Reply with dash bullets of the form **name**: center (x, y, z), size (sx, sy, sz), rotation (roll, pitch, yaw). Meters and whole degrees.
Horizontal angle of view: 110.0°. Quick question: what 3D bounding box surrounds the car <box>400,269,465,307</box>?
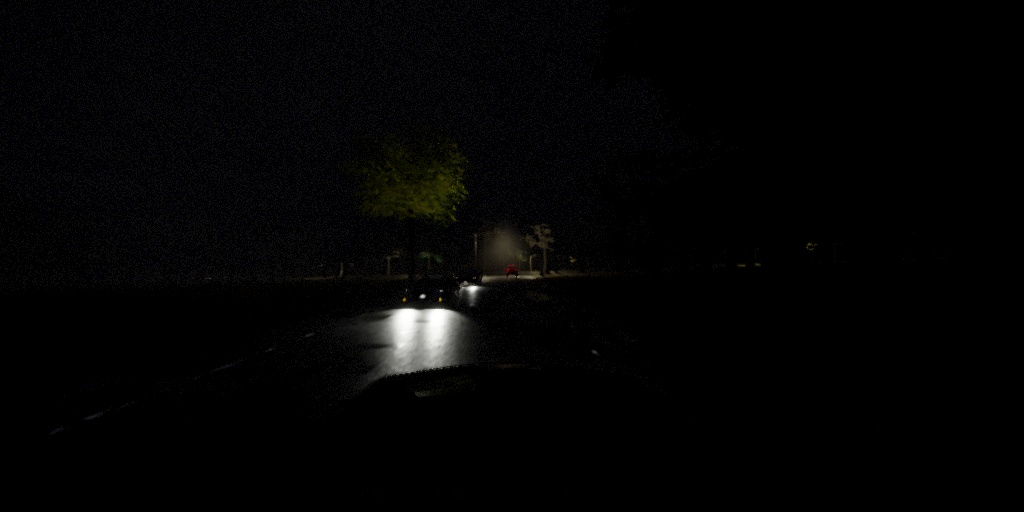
- **car**: center (-3.522, 1.424, 16.113), size (1.994, 1.385, 4.181), rotation (0, -1, 0)

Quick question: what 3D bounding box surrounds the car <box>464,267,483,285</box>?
- **car**: center (-3.501, 1.641, 29.879), size (2.033, 1.411, 5.357), rotation (0, -1, 1)
